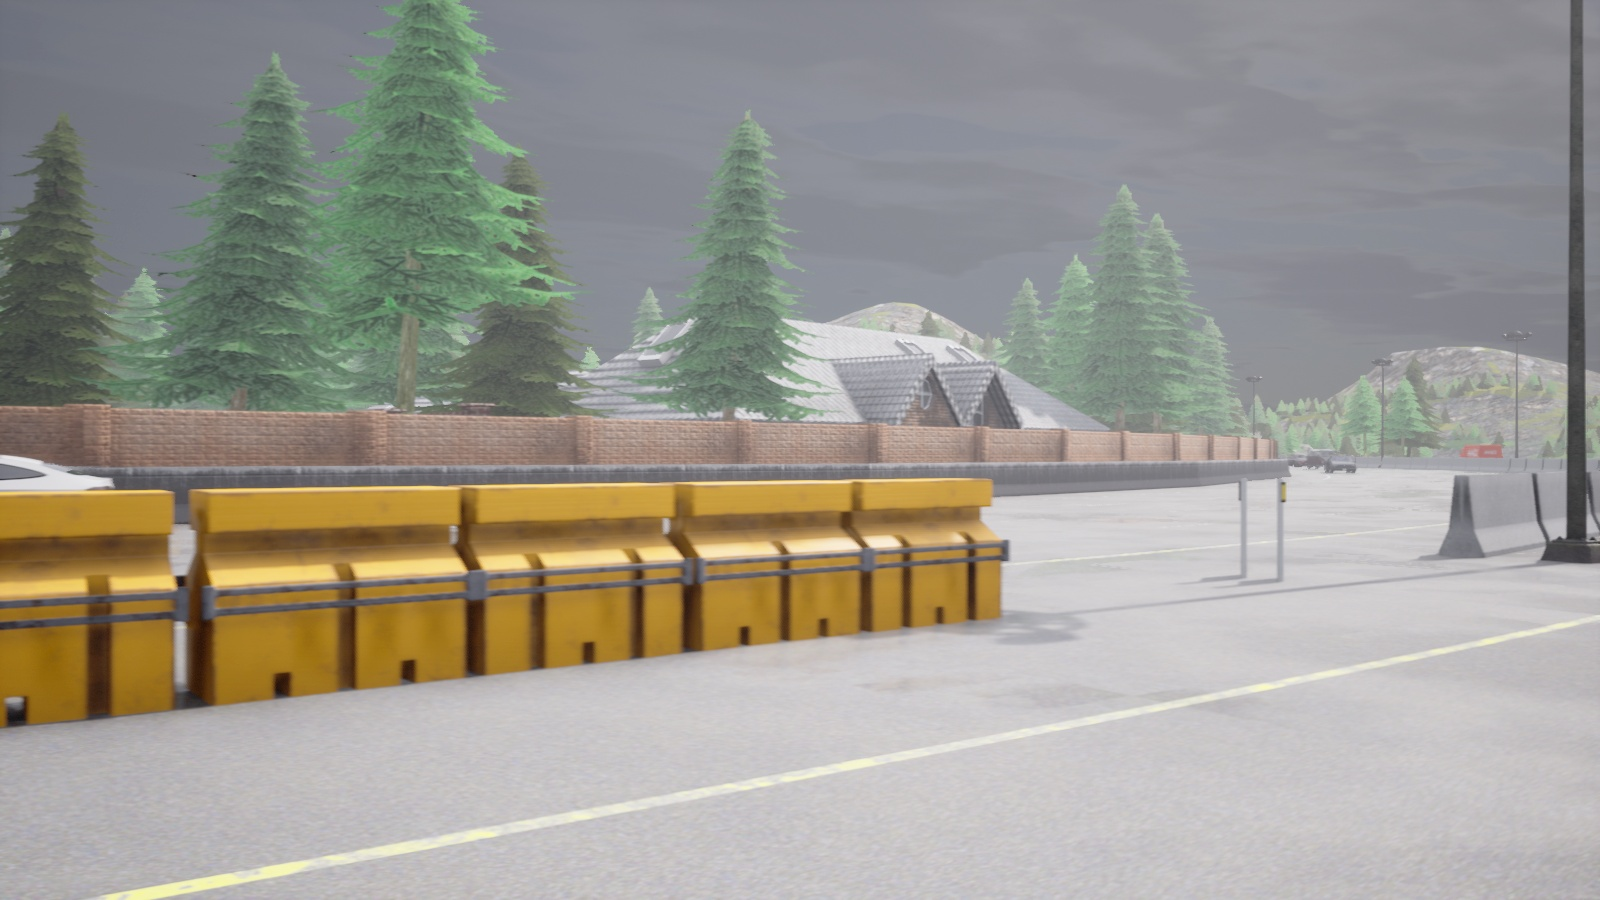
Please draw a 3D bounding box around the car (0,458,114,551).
[{"bbox_3d":[-13.574,0.849,19.788,4.674,1.442,1.812,0,0,-36],"label":"car"}]
